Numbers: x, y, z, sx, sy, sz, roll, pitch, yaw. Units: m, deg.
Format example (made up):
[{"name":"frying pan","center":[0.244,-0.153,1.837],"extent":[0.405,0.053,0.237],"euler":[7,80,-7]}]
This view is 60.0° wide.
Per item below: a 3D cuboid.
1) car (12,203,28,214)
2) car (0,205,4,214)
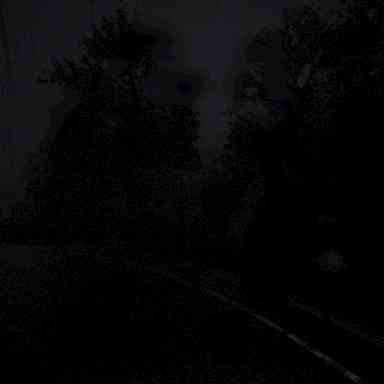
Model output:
[{"name":"car","center":[-27.722,2.533,54.465],"extent":[2.097,1.767,4.553],"euler":[-1,-1,-13]},{"name":"car","center":[-30.508,2.561,50.759],"extent":[2.097,1.767,4.553],"euler":[-1,-1,-14]}]
